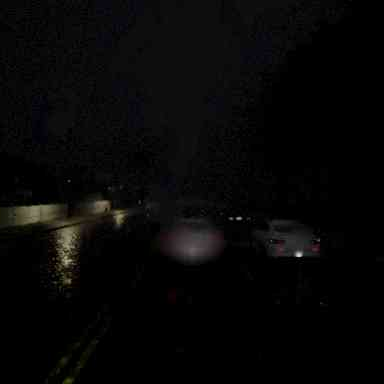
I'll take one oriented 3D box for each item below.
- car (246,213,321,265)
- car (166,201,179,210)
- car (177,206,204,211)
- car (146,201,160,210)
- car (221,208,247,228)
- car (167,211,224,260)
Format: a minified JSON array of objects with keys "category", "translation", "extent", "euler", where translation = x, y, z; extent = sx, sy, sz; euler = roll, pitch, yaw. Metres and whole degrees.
[{"category":"car","translation":[3.288,1.693,12.282],"extent":[1.812,1.442,4.674],"euler":[0,-1,2]},{"category":"car","translation":[-3.317,2.284,56.698],"extent":[1.837,1.490,4.892],"euler":[0,-1,0]},{"category":"car","translation":[0.047,1.942,27.549],"extent":[1.994,1.385,4.181],"euler":[0,-1,0]},{"category":"car","translation":[-6.567,2.305,56.705],"extent":[1.812,1.442,4.674],"euler":[0,-1,0]},{"category":"car","translation":[3.272,1.891,25.141],"extent":[2.033,1.411,5.357],"euler":[0,-1,1]},{"category":"car","translation":[0.051,1.702,13.037],"extent":[1.812,1.442,4.674],"euler":[0,-1,1]}]
